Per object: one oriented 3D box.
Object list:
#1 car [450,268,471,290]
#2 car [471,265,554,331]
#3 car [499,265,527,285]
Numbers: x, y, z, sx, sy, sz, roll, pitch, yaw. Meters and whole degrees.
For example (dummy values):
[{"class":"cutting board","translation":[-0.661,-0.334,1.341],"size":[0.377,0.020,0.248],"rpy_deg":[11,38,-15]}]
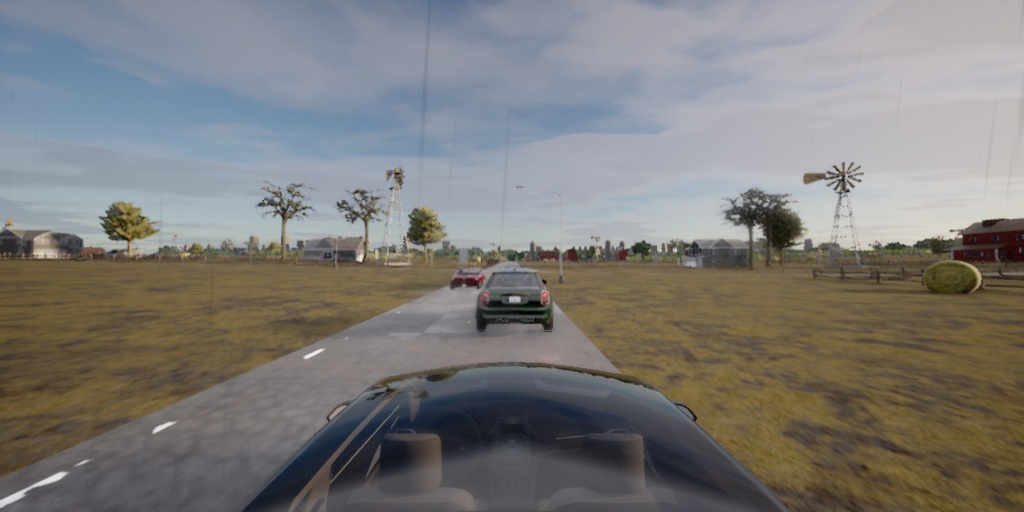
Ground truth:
[{"class":"car","translation":[-2.836,1.476,23.523],"size":[1.895,1.301,4.718],"rpy_deg":[0,0,0]},{"class":"car","translation":[0.087,1.162,11.403],"size":[2.097,1.767,4.553],"rpy_deg":[0,0,0]},{"class":"car","translation":[0.105,1.450,28.877],"size":[2.033,1.411,5.357],"rpy_deg":[0,0,0]}]
